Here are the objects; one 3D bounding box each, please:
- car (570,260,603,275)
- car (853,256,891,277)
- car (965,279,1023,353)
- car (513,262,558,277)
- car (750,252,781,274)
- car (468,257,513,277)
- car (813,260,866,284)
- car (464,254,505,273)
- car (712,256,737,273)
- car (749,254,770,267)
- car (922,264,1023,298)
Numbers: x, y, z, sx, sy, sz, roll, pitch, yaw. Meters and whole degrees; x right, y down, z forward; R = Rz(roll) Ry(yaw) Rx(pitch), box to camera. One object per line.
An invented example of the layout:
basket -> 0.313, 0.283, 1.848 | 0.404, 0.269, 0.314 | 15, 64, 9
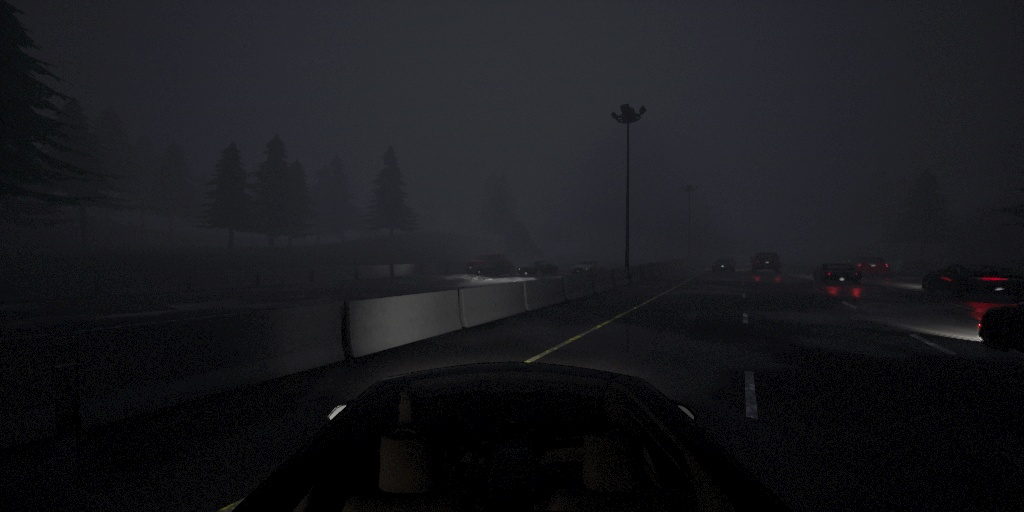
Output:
car -> 7.123, 1.078, 33.751 | 1.812, 1.442, 4.674 | 0, 1, 33
car -> 30.225, 0.768, 30.632 | 2.097, 1.767, 4.553 | 0, 1, 33
car -> 10.382, 1.308, 6.093 | 1.994, 1.385, 4.181 | 0, 0, 32
car -> 2.413, 1.191, 32.925 | 1.895, 1.301, 4.718 | 0, 1, 33
car -> 24.460, 0.628, 34.611 | 2.150, 2.045, 5.566 | 0, 1, 32
car -> -1.540, 1.114, 33.258 | 1.837, 1.490, 4.892 | 0, 1, 33
car -> 22.376, 1.156, 24.856 | 1.895, 1.301, 4.718 | 0, 1, 33
car -> -2.627, 0.789, 38.016 | 2.150, 2.045, 5.566 | 0, 0, 33
car -> 21.886, 0.955, 37.087 | 1.994, 1.385, 4.181 | 0, 1, 33
car -> 32.505, 0.583, 47.185 | 2.128, 1.511, 4.902 | 0, 1, 32
car -> 21.395, 1.135, 16.823 | 2.128, 1.511, 4.902 | 0, 1, 33
